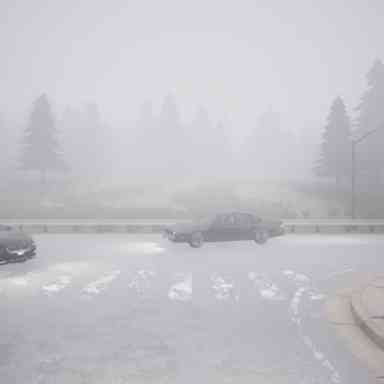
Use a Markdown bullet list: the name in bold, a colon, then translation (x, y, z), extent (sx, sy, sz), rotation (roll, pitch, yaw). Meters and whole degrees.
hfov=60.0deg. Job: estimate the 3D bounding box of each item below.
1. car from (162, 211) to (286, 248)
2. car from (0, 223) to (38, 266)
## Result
- **car**: translation (1.454, 1.539, 14.648), extent (5.357, 1.411, 2.033), rotation (0, 0, -20)
- **car**: translation (-7.053, 1.501, 10.386), extent (4.892, 1.490, 1.837), rotation (-1, -1, 24)
